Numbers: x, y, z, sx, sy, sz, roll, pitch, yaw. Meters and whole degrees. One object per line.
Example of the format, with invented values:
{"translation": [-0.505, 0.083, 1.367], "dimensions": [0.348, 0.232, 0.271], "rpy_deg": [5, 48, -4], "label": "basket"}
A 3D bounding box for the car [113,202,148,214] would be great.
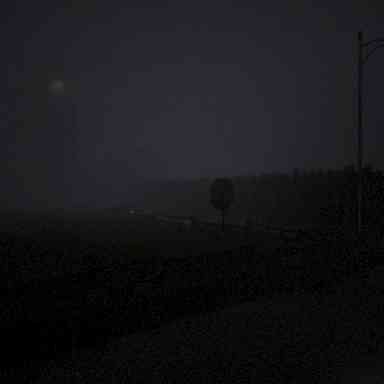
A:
{"translation": [-5.952, 1.728, 31.671], "dimensions": [1.837, 1.490, 4.892], "rpy_deg": [0, 0, -36], "label": "car"}
